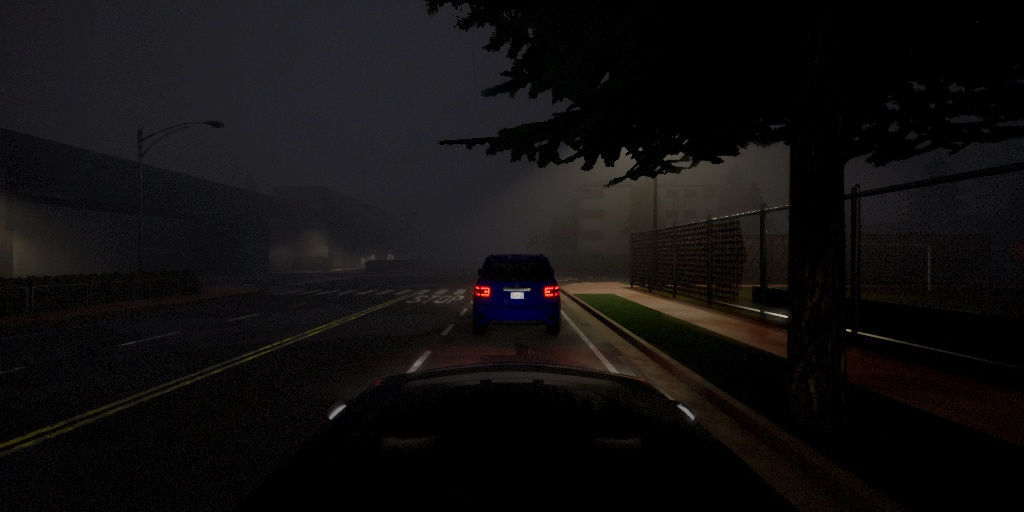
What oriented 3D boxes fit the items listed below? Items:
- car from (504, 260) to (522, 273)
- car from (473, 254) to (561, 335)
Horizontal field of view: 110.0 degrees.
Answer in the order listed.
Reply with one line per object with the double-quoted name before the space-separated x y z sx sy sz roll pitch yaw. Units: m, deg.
"car" 0.067 1.238 45.517 2.128 1.511 4.902 0 0 0
"car" 0.124 0.971 10.642 2.150 2.045 5.566 0 0 0
